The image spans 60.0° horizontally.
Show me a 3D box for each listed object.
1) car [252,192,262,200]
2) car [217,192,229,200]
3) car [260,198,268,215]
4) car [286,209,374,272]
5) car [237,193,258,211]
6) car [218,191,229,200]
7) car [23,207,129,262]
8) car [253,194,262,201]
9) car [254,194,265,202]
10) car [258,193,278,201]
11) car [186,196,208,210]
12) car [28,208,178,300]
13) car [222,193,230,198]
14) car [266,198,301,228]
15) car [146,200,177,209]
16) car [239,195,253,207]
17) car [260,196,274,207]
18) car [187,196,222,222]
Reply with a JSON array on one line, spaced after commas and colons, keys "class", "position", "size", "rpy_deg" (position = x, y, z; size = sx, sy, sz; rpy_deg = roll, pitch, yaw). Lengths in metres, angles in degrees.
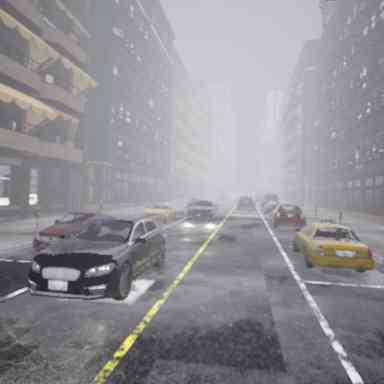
[{"class": "car", "position": [17.071, 1.077, 87.304], "size": [2.192, 1.841, 5.009], "rpy_deg": [3, 1, 9]}, {"class": "car", "position": [6.972, 1.098, 77.696], "size": [2.008, 1.369, 4.403], "rpy_deg": [3, 1, 9]}, {"class": "car", "position": [7.983, 1.552, 32.650], "size": [1.802, 1.307, 4.206], "rpy_deg": [3, 1, 9]}, {"class": "car", "position": [4.383, 1.567, 10.954], "size": [1.752, 1.417, 4.829], "rpy_deg": [3, 1, 9]}, {"class": "car", "position": [6.544, 1.216, 40.004], "size": [2.097, 1.767, 4.553], "rpy_deg": [2, 0, 10]}, {"class": "car", "position": [7.892, 0.841, 83.158], "size": [2.192, 1.841, 5.009], "rpy_deg": [3, 1, 9]}, {"class": "car", "position": [-3.919, 1.366, 12.106], "size": [1.802, 1.307, 4.206], "rpy_deg": [3, 1, 9]}, {"class": "car", "position": [16.153, 1.328, 81.842], "size": [1.887, 1.381, 4.507], "rpy_deg": [3, 1, 9]}, {"class": "car", "position": [14.343, 1.267, 70.909], "size": [1.967, 1.590, 4.097], "rpy_deg": [3, 1, 9]}, {"class": "car", "position": [10.353, 1.168, 44.401], "size": [2.150, 2.045, 5.566], "rpy_deg": [2, 1, 9]}, {"class": "car", "position": [0.620, 1.237, 39.435], "size": [1.887, 1.381, 4.507], "rpy_deg": [3, 1, 9]}, {"class": "car", "position": [-1.945, 1.366, 8.249], "size": [2.128, 1.511, 4.902], "rpy_deg": [2, 1, 9]}, {"class": "car", "position": [9.669, 1.007, 93.925], "size": [1.752, 1.417, 4.829], "rpy_deg": [3, 1, 9]}, {"class": "car", "position": [6.175, 1.448, 21.717], "size": [1.967, 1.590, 4.097], "rpy_deg": [3, 1, 9]}, {"class": "car", "position": [-2.130, 1.275, 22.870], "size": [1.752, 1.417, 4.829], "rpy_deg": [3, 1, 9]}, {"class": "car", "position": [8.079, 1.306, 49.401], "size": [1.882, 1.535, 5.008], "rpy_deg": [2, 1, 10]}, {"class": "car", "position": [11.528, 1.440, 51.274], "size": [1.812, 1.442, 4.674], "rpy_deg": [2, 1, 9]}, {"class": "car", "position": [0.880, 1.298, 25.208], "size": [1.882, 1.535, 5.008], "rpy_deg": [2, 1, 10]}]
